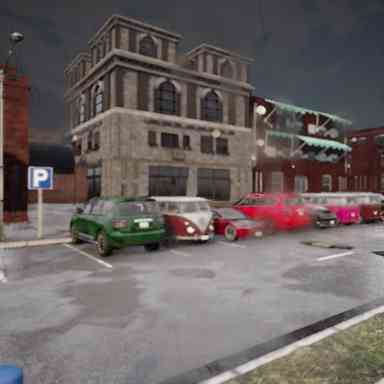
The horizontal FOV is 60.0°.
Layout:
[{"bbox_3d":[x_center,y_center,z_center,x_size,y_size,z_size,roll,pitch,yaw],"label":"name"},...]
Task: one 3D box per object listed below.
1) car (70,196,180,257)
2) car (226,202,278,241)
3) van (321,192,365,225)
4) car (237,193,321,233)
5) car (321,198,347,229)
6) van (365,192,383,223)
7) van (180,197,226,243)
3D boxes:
[{"bbox_3d":[-3.130,1.194,13.262,2.435,2.045,5.566,-1,0,-35],"label":"car"},{"bbox_3d":[1.550,1.428,16.491,2.163,1.488,4.792,-1,0,-35],"label":"car"},{"bbox_3d":[8.273,1.089,21.416,1.878,1.987,4.442,-1,0,-35],"label":"van"},{"bbox_3d":[3.683,1.122,18.065,2.435,2.045,5.566,-1,0,-35],"label":"car"},{"bbox_3d":[6.076,1.346,19.710,2.231,1.521,4.892,-1,1,-35],"label":"car"},{"bbox_3d":[10.441,1.059,22.947,1.878,1.987,4.442,-1,0,-35],"label":"van"},{"bbox_3d":[-0.776,1.197,14.743,1.878,1.987,4.442,-1,0,-35],"label":"van"}]
